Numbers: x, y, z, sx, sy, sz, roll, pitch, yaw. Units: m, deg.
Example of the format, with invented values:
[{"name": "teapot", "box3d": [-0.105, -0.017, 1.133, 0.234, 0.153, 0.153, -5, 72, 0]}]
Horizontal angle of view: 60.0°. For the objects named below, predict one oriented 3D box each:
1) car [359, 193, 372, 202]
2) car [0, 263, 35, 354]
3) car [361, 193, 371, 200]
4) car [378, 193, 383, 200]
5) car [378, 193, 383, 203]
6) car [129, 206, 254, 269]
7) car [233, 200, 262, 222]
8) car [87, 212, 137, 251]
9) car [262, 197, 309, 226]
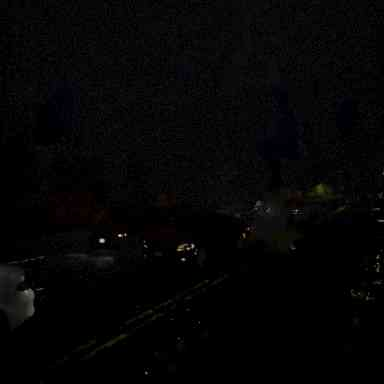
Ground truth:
[{"name": "car", "box3d": [31.703, 1.153, 61.110, 2.033, 1.411, 5.357, 0, 0, 29]}, {"name": "car", "box3d": [-4.069, 1.541, 3.571, 1.812, 1.442, 4.674, 0, 0, 29]}, {"name": "car", "box3d": [36.759, 0.915, 70.219, 1.812, 1.442, 4.674, 0, 0, 29]}, {"name": "car", "box3d": [39.600, 0.931, 68.642, 1.994, 1.385, 4.181, 0, 0, 29]}, {"name": "car", "box3d": [34.544, 1.098, 59.532, 1.837, 1.490, 4.892, 0, 0, 29]}, {"name": "car", "box3d": [0.291, 1.444, 11.425, 1.882, 1.535, 5.008, 0, 0, 29]}, {"name": "car", "box3d": [4.397, 1.388, 25.494, 2.128, 1.511, 4.902, 0, 1, 29]}, {"name": "car", "box3d": [-2.217, 1.539, 13.583, 1.994, 1.385, 4.181, 0, 0, 30]}, {"name": "car", "box3d": [6.615, 1.249, 22.802, 2.097, 1.767, 4.553, 0, 0, 28]}]
